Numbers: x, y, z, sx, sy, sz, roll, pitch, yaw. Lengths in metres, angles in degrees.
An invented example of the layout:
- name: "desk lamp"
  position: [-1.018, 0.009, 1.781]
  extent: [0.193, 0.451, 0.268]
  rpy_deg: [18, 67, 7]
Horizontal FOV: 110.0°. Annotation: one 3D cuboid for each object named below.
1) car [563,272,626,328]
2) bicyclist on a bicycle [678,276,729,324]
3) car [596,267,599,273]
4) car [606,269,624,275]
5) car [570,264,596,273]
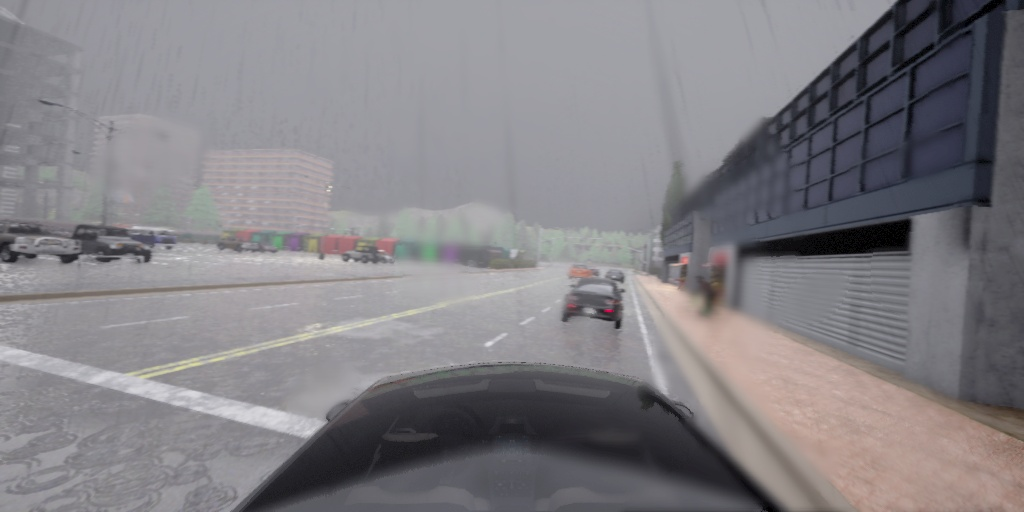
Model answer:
- name: "car"
  position: [2.963, 1.504, 12.676]
  extent: [1.812, 1.442, 4.674]
  rpy_deg: [4, 0, 17]
- name: "bicyclist on a bicycle"
  position: [6.833, 1.565, 12.748]
  extent: [1.656, 1.620, 0.582]
  rpy_deg: [5, 0, 18]
- name: "car"
  position: [11.459, 2.175, 51.517]
  extent: [1.812, 1.442, 4.674]
  rpy_deg: [4, 0, 18]
- name: "car"
  position: [11.379, 2.194, 39.616]
  extent: [1.994, 1.385, 4.181]
  rpy_deg: [4, 0, 18]
- name: "car"
  position: [7.696, 1.709, 39.543]
  extent: [2.097, 1.767, 4.553]
  rpy_deg: [4, 0, 18]
